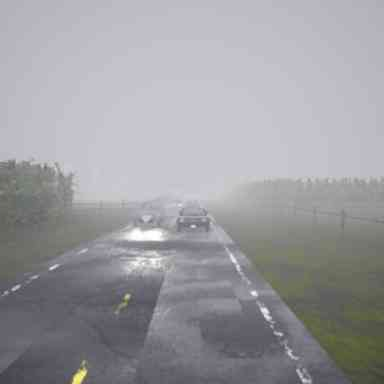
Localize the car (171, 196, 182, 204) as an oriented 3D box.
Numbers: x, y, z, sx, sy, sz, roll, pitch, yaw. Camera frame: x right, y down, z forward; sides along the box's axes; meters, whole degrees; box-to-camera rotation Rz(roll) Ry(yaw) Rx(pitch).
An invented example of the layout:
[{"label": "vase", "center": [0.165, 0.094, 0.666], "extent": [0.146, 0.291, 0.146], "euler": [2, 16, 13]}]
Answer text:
[{"label": "car", "center": [-2.796, 1.516, 63.151], "extent": [1.994, 1.385, 4.181], "euler": [0, 0, 1]}]

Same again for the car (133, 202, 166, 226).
[{"label": "car", "center": [-2.854, 1.485, 23.136], "extent": [2.128, 1.511, 4.902], "euler": [0, 0, 0]}]

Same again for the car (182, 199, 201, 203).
[{"label": "car", "center": [0.087, 1.527, 41.304], "extent": [2.033, 1.411, 5.357], "euler": [0, 0, 0]}]

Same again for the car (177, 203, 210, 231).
[{"label": "car", "center": [0.079, 1.596, 20.612], "extent": [1.895, 1.301, 4.718], "euler": [0, 0, 0]}]
